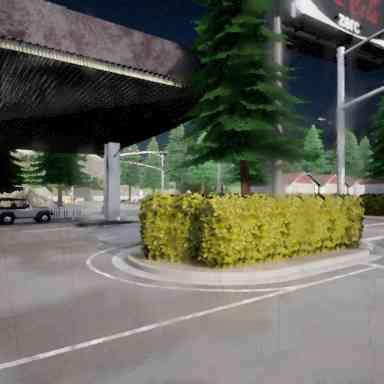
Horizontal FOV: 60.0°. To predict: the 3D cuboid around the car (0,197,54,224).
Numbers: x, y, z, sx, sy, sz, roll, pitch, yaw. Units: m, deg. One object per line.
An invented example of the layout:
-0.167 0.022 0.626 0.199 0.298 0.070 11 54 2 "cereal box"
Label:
-11.986 1.312 23.468 3.866 1.878 1.905 0 0 -36 "car"
